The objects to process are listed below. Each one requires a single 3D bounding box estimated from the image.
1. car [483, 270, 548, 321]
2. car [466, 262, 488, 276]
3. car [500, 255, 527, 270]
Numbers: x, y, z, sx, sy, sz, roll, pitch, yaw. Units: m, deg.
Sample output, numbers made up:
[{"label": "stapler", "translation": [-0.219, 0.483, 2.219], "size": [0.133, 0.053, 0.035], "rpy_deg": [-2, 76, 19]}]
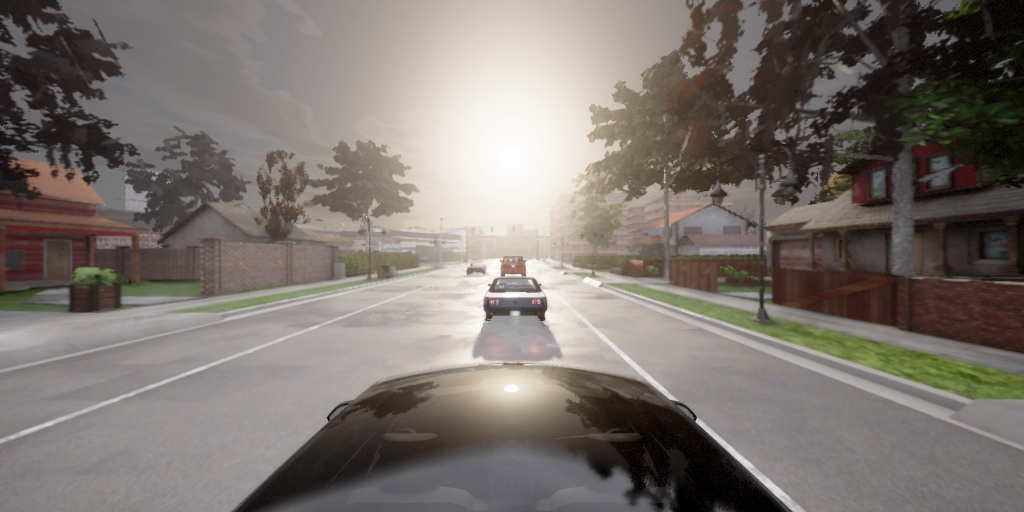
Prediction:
[{"label": "car", "translation": [0.095, 1.339, 12.419], "size": [1.895, 1.301, 4.718], "rpy_deg": [0, 0, 0]}, {"label": "car", "translation": [-3.572, 1.280, 36.769], "size": [1.895, 1.301, 4.718], "rpy_deg": [0, 0, 0]}, {"label": "car", "translation": [0.108, 0.914, 31.414], "size": [2.150, 2.045, 5.566], "rpy_deg": [0, 0, 0]}]
